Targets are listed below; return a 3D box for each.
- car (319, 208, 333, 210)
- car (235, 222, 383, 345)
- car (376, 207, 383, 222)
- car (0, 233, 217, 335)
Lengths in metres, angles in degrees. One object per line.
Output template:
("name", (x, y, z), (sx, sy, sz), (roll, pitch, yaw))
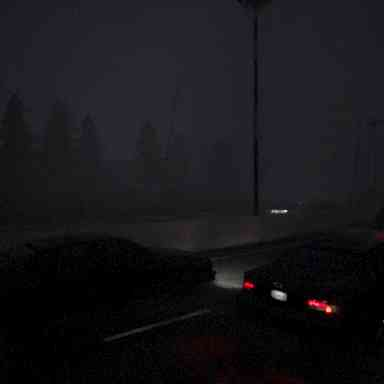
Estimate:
("car", (13.493, 1.579, 33.079), (1.812, 1.442, 4.674), (0, 0, 35))
("car", (3.202, 1.557, 6.444), (5.357, 1.411, 2.033), (0, 0, -39))
("car", (13.107, 1.519, 21.025), (2.128, 1.511, 4.902), (0, 0, 42))
("car", (-2.027, 1.566, 6.756), (5.357, 1.411, 2.033), (0, 0, -37))
